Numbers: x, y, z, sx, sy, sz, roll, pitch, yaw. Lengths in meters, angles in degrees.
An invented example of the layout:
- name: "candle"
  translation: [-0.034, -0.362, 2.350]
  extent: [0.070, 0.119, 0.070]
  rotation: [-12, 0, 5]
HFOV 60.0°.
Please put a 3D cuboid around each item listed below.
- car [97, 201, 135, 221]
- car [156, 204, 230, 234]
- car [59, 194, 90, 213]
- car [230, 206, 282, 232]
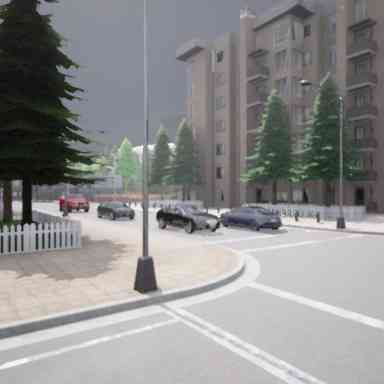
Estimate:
- name: "car"
  translation: [-6.463, 1.509, 27.927]
  extent: [1.837, 1.490, 4.892]
  rotation: [0, 0, -36]
- name: "car"
  translation: [-0.335, 1.496, 19.463]
  extent: [2.128, 1.511, 4.902]
  rotation: [0, 0, -35]
- name: "car"
  translation: [-13.361, 1.226, 37.513]
  extent: [2.150, 2.045, 5.566]
  rotation: [0, 0, -36]
- name: "car"
  translation: [3.442, 1.564, 20.403]
  extent: [1.994, 1.385, 4.181]
  rotation: [0, 0, -35]
